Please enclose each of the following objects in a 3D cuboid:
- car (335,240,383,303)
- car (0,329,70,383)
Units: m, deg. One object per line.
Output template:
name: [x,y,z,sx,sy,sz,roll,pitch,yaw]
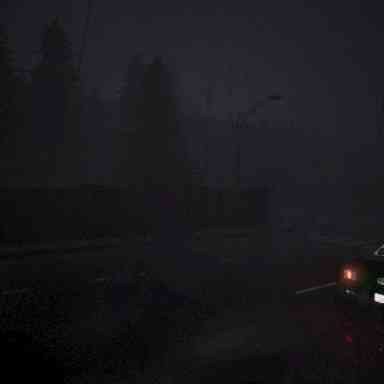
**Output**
car: [5.267,1.641,7.177,4.718,1.301,1.895,0,0,-34]
car: [-2.944,1.591,1.489,4.718,1.301,1.895,0,0,-37]
